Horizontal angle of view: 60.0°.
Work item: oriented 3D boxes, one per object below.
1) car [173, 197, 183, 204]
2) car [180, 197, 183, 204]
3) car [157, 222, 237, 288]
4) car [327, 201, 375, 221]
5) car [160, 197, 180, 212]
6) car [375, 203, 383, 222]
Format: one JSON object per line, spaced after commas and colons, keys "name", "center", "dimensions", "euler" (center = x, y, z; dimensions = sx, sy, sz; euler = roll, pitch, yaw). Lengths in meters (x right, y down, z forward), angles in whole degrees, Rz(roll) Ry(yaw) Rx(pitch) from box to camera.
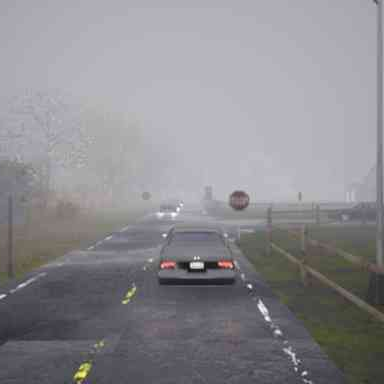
{"name": "car", "center": [-2.784, 1.726, 67.100], "dimensions": [1.895, 1.301, 4.718], "euler": [0, 0, 0]}
{"name": "car", "center": [-2.844, 1.616, 52.291], "dimensions": [1.837, 1.490, 4.892], "euler": [0, 0, 0]}
{"name": "car", "center": [0.099, 1.574, 9.403], "dimensions": [2.033, 1.411, 5.357], "euler": [0, 0, 0]}
{"name": "car", "center": [13.187, 1.497, 26.108], "dimensions": [5.008, 1.535, 1.882], "euler": [0, -1, 0]}
{"name": "car", "center": [-2.852, 1.574, 40.719], "dimensions": [1.882, 1.535, 5.008], "euler": [0, 0, 0]}
{"name": "car", "center": [16.250, 1.196, 23.115], "dimensions": [5.566, 2.045, 2.150], "euler": [0, -1, -2]}
